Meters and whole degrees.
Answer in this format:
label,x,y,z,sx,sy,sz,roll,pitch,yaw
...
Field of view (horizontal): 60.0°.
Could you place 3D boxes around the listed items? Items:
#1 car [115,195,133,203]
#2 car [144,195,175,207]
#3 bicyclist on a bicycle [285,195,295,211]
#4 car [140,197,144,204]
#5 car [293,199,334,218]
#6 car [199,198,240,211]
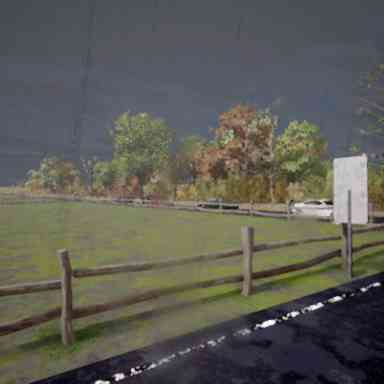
label,x,y,z,sx,sy,sz,roll,pitch,yaw
car,-12.431,1.238,61.311,2.033,1.411,5.357,-1,1,-35
car,-4.116,1.262,44.312,1.812,1.442,4.674,-1,1,-35
bicyclist on a bicycle,10.069,1.103,34.280,1.656,1.620,0.582,-1,1,-35
car,-6.483,1.174,52.800,1.882,1.535,5.008,-1,1,-34
car,9.626,1.244,24.427,1.812,1.442,4.674,-1,0,-35
car,2.766,1.333,34.344,1.895,1.301,4.718,-1,0,-35
